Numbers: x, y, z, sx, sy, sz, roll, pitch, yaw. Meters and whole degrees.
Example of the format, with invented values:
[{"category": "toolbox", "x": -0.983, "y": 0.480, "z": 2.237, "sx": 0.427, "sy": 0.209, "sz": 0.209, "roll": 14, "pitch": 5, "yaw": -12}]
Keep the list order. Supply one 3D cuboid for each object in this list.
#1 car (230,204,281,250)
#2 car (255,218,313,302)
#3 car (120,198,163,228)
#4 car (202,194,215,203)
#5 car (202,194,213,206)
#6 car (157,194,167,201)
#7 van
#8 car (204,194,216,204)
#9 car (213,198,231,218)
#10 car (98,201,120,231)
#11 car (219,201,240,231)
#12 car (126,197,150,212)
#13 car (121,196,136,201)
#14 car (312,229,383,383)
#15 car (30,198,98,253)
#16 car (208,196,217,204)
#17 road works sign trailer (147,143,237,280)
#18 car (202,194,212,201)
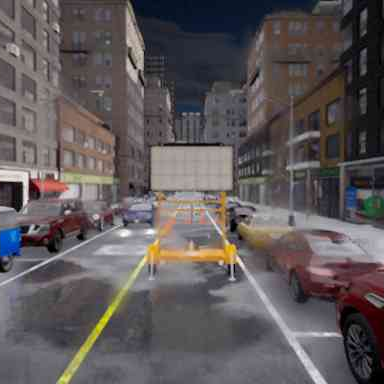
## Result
[{"category": "car", "x": 2.843, "y": 1.420, "z": 13.559, "sx": 1.752, "sy": 1.417, "sz": 4.829, "roll": -1, "pitch": 0, "yaw": 0}, {"category": "car", "x": 2.848, "y": 1.521, "z": 7.804, "sx": 1.802, "sy": 1.307, "sz": 4.206, "roll": -1, "pitch": 0, "yaw": 0}, {"category": "car", "x": -3.122, "y": 1.360, "z": 21.133, "sx": 1.812, "sy": 1.442, "sz": 4.674, "roll": 0, "pitch": 0, "yaw": 0}, {"category": "car", "x": 2.805, "y": 1.098, "z": 58.075, "sx": 1.947, "sy": 1.339, "sz": 4.313, "roll": -1, "pitch": 0, "yaw": 0}, {"category": "car", "x": 2.814, "y": 1.178, "z": 46.903, "sx": 2.008, "sy": 1.369, "sz": 4.403, "roll": -1, "pitch": 0, "yaw": 0}, {"category": "car", "x": -5.746, "y": 1.029, "z": 63.650, "sx": 1.887, "sy": 1.381, "sz": 4.507, "roll": -1, "pitch": 0, "yaw": 0}, {"category": "van", "x": -5.687, "y": 1.280, "z": 7.793, "sx": 1.690, "sy": 1.788, "sz": 3.998, "roll": -1, "pitch": 0, "yaw": 0}, {"category": "car", "x": 2.809, "y": 1.104, "z": 52.659, "sx": 1.752, "sy": 1.417, "sz": 4.829, "roll": -1, "pitch": 0, "yaw": 0}, {"category": "car", "x": 2.834, "y": 1.374, "z": 24.561, "sx": 1.947, "sy": 1.339, "sz": 4.313, "roll": -1, "pitch": 0, "yaw": 0}, {"category": "car", "x": -5.698, "y": 1.292, "z": 18.965, "sx": 1.967, "sy": 1.590, "sz": 4.097, "roll": -1, "pitch": 0, "yaw": 0}, {"category": "car", "x": 2.838, "y": 1.418, "z": 18.975, "sx": 1.947, "sy": 1.339, "sz": 4.313, "roll": -1, "pitch": 0, "yaw": 0}, {"category": "car", "x": -5.715, "y": 1.300, "z": 35.723, "sx": 1.802, "sy": 1.307, "sz": 4.206, "roll": -1, "pitch": 0, "yaw": 0}, {"category": "car", "x": -5.710, "y": 1.203, "z": 30.136, "sx": 1.967, "sy": 1.590, "sz": 4.097, "roll": -1, "pitch": 0, "yaw": 0}, {"category": "car", "x": 2.850, "y": 1.297, "z": 2.216, "sx": 2.192, "sy": 1.841, "sz": 5.009, "roll": -1, "pitch": 0, "yaw": 0}, {"category": "car", "x": -5.693, "y": 1.210, "z": 13.378, "sx": 2.192, "sy": 1.841, "sz": 5.009, "roll": -1, "pitch": 0, "yaw": 0}, {"category": "car", "x": 2.829, "y": 1.314, "z": 30.146, "sx": 2.008, "sy": 1.369, "sz": 4.403, "roll": -1, "pitch": 0, "yaw": 0}, {"category": "road works sign trailer", "x": -0.003, "y": 0.389, "z": 9.622, "sx": 2.380, "sy": 3.560, "sz": 2.880, "roll": 0, "pitch": 0, "yaw": 0}, {"category": "car", "x": 2.800, "y": 1.066, "z": 63.661, "sx": 1.802, "sy": 1.307, "sz": 4.206, "roll": -1, "pitch": 0, "yaw": 0}]
